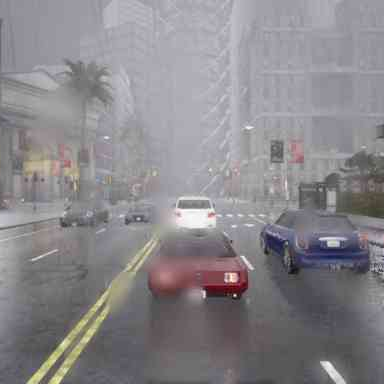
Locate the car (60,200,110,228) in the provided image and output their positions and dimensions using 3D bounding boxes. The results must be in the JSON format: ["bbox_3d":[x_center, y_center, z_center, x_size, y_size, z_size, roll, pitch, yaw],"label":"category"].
[{"bbox_3d":[-7.008,1.351,22.104,2.097,1.767,4.553,0,0,0],"label":"car"}]

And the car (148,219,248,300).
[{"bbox_3d":[0.109,1.601,8.356,1.895,1.301,4.718,0,0,0],"label":"car"}]

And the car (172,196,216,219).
[{"bbox_3d":[0.107,1.221,18.123,2.150,2.045,5.566,0,0,0],"label":"car"}]

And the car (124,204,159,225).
[{"bbox_3d":[-3.490,1.566,23.706,1.994,1.385,4.181,0,0,0],"label":"car"}]

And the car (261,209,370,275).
[{"bbox_3d":[3.616,1.351,10.642,2.097,1.767,4.553,0,0,0],"label":"car"}]
